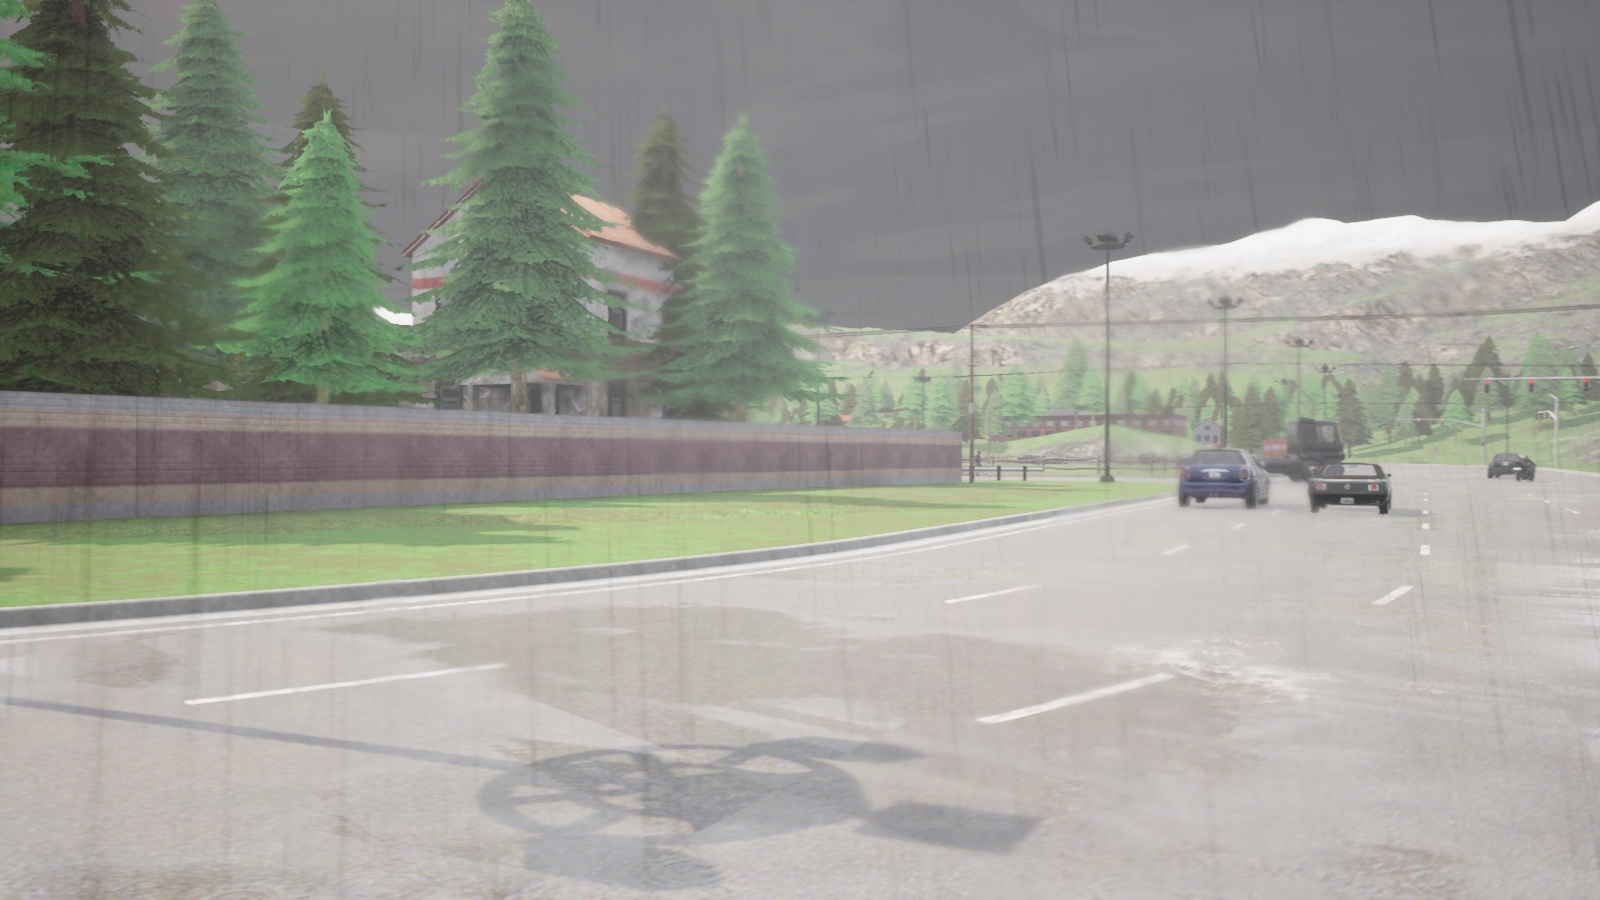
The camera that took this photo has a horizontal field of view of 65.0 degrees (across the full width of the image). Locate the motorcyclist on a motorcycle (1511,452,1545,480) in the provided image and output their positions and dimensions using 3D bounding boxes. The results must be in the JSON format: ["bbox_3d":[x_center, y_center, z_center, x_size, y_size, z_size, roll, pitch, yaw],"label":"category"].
[{"bbox_3d":[40.739,0.904,70.307,2.191,1.530,0.866,0,-1,-38],"label":"motorcyclist on a motorcycle"}]

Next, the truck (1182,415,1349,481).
[{"bbox_3d":[24.883,-0.078,67.499,7.936,3.462,2.891,0,0,5],"label":"truck"}]

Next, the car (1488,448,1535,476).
[{"bbox_3d":[45.919,0.749,81.016,2.097,1.767,4.553,0,0,36],"label":"car"}]

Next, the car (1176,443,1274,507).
[{"bbox_3d":[12.544,0.693,36.885,2.097,1.767,4.553,0,0,27],"label":"car"}]

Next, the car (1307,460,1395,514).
[{"bbox_3d":[14.641,0.917,33.254,1.895,1.301,4.718,0,0,27],"label":"car"}]
